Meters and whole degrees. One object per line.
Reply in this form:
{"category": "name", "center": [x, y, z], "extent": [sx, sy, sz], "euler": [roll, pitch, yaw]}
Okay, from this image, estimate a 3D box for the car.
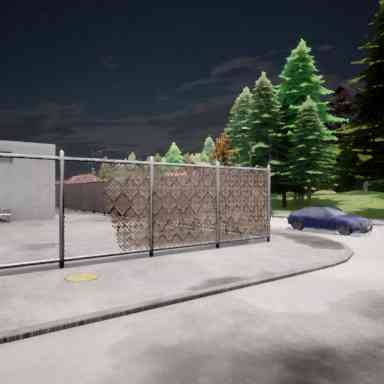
{"category": "car", "center": [7.523, 1.525, 18.574], "extent": [1.812, 1.442, 4.674], "euler": [0, 0, -35]}
